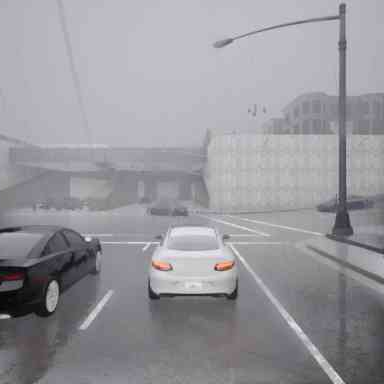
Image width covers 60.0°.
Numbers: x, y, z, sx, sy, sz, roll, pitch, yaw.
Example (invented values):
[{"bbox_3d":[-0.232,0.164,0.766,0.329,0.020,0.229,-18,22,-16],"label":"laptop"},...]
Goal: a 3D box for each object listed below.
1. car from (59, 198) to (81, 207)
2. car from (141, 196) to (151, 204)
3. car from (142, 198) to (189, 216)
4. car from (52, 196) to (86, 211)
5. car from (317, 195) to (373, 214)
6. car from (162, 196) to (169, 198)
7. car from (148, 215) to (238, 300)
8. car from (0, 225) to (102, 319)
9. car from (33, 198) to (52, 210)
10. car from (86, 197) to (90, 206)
[{"bbox_3d":[-18.962,1.601,51.840,1.895,1.301,4.718,0,0,-2],"label":"car"},{"bbox_3d":[-8.676,1.504,64.052,1.837,1.490,4.892,0,0,-2],"label":"car"},{"bbox_3d":[-2.238,1.563,30.352,4.181,1.385,1.994,0,0,45],"label":"car"},{"bbox_3d":[-15.091,1.352,41.047,2.097,1.767,4.553,0,0,-2],"label":"car"},{"bbox_3d":[12.398,0.940,27.158,4.181,1.385,1.994,-7,0,-1],"label":"car"},{"bbox_3d":[-5.204,1.525,65.081,1.812,1.442,4.674,0,0,-2],"label":"car"},{"bbox_3d":[0.015,1.526,8.292,1.812,1.442,4.674,0,0,0],"label":"car"},{"bbox_3d":[-3.479,1.478,7.492,1.882,1.535,5.008,0,0,0],"label":"car"},{"bbox_3d":[-18.650,1.491,42.582,2.128,1.511,4.902,0,0,-2],"label":"car"},{"bbox_3d":[-15.404,1.491,50.147,2.128,1.511,4.902,0,0,-2],"label":"car"}]
